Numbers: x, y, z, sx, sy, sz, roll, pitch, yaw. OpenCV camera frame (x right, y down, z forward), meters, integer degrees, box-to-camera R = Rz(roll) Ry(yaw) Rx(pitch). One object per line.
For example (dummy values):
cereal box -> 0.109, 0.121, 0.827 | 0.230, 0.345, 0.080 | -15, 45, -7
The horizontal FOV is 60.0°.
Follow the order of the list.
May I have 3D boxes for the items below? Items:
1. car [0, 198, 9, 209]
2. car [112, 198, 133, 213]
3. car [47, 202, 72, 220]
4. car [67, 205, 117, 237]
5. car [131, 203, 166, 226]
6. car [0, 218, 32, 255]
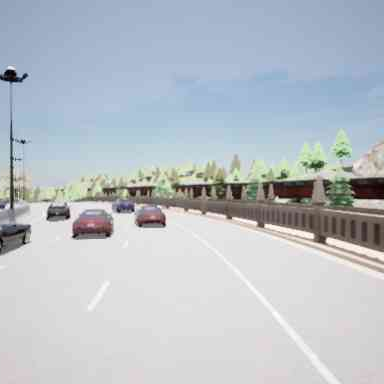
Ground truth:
car -> -29.190, 1.941, 50.437 | 1.994, 1.385, 4.181 | 0, 0, -28
car -> -8.339, 1.521, 40.071 | 2.097, 1.767, 4.553 | 0, 0, -22
car -> -12.197, 1.664, 30.608 | 2.128, 1.511, 4.902 | 0, 0, -18
car -> -5.504, 1.653, 18.841 | 1.994, 1.385, 4.181 | 0, 0, -11
car -> -3.098, 1.654, 24.171 | 1.994, 1.385, 4.181 | 0, 0, -14
car -> -8.013, 1.685, 13.181 | 1.895, 1.301, 4.718 | 0, 0, -8
